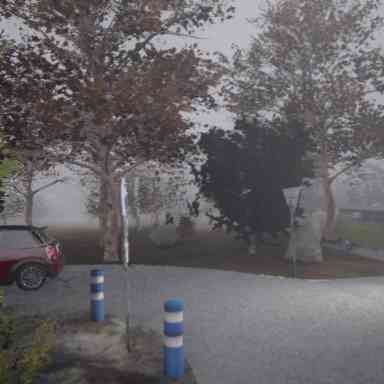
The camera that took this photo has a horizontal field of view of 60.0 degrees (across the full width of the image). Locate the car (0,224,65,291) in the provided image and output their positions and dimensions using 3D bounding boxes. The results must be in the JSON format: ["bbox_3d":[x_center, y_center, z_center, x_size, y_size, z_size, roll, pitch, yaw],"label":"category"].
[{"bbox_3d":[-6.019,1.763,9.239,4.553,1.767,2.097,-1,-1,-15],"label":"car"}]

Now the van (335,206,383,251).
[{"bbox_3d":[7.929,1.595,13.552,1.878,1.987,4.442,1,-1,-13],"label":"van"}]
